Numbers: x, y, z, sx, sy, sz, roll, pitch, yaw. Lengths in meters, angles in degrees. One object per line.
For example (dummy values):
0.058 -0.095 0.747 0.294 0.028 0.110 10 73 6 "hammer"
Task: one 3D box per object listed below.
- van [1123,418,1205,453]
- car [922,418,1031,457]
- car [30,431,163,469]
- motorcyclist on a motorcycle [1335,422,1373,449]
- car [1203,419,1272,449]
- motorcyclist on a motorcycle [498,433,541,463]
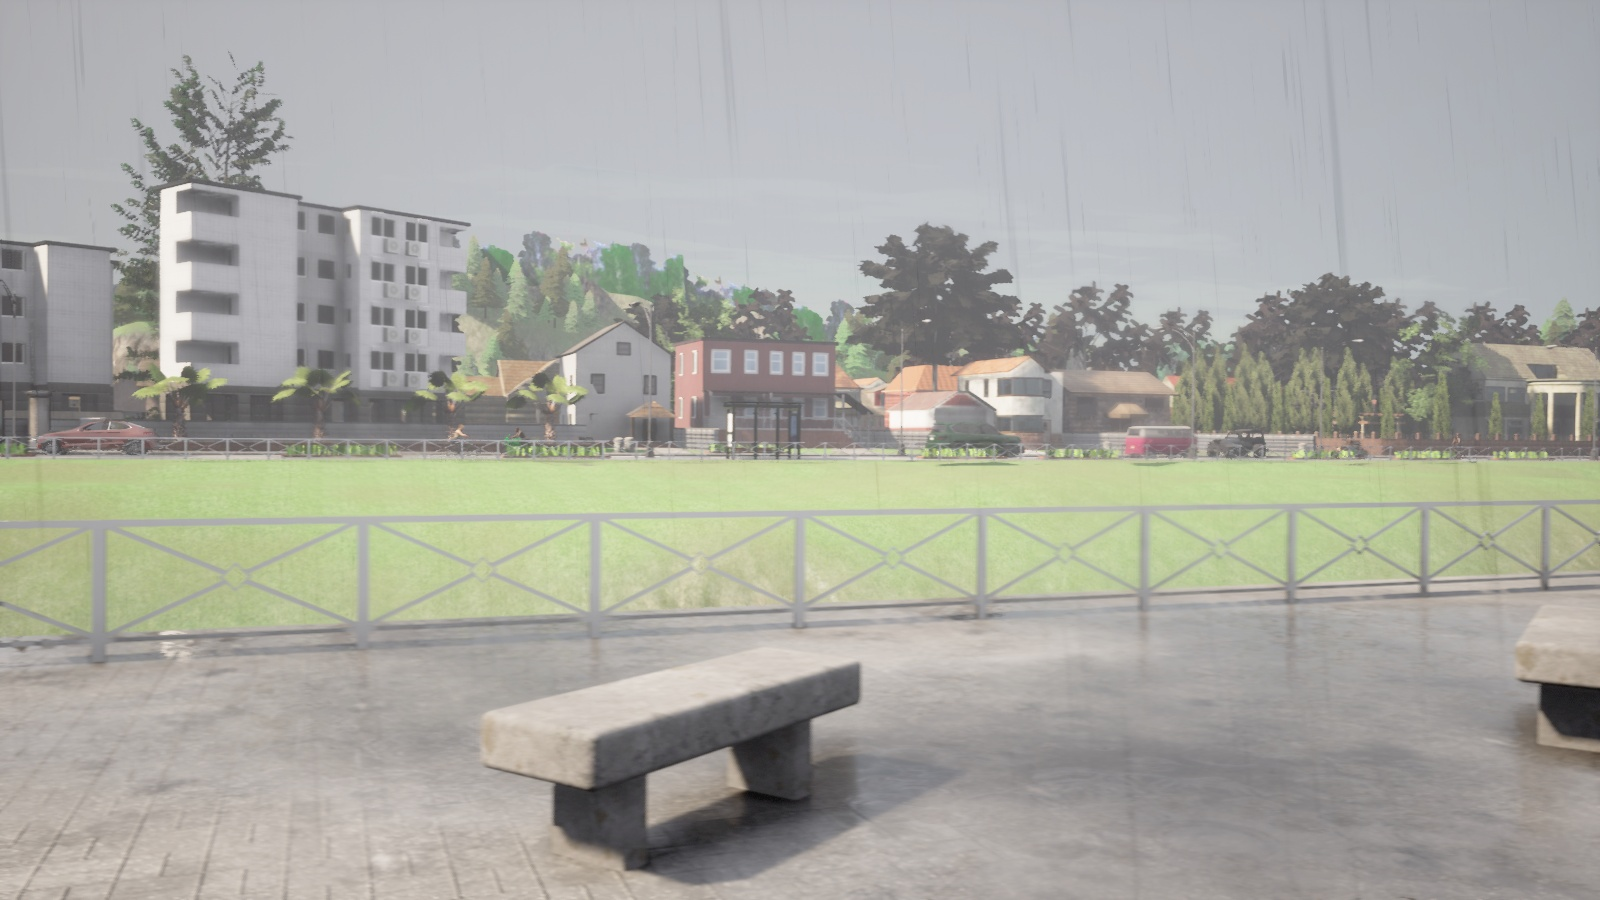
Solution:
21.309 -0.877 73.581 4.442 1.987 1.775 -1 1 -21 "van"
9.708 -0.714 69.179 5.566 2.045 2.150 -1 1 -21 "car"
-32.148 -0.013 57.578 5.027 1.651 2.152 -1 1 -21 "car"
34.721 -0.907 78.672 2.350 1.649 0.766 -1 1 -21 "motorcyclist on a motorcycle"
28.002 -1.017 80.399 3.866 1.878 1.905 -1 1 -21 "car"
-14.384 -0.111 64.320 2.044 1.523 0.797 -1 1 -21 "motorcyclist on a motorcycle"
